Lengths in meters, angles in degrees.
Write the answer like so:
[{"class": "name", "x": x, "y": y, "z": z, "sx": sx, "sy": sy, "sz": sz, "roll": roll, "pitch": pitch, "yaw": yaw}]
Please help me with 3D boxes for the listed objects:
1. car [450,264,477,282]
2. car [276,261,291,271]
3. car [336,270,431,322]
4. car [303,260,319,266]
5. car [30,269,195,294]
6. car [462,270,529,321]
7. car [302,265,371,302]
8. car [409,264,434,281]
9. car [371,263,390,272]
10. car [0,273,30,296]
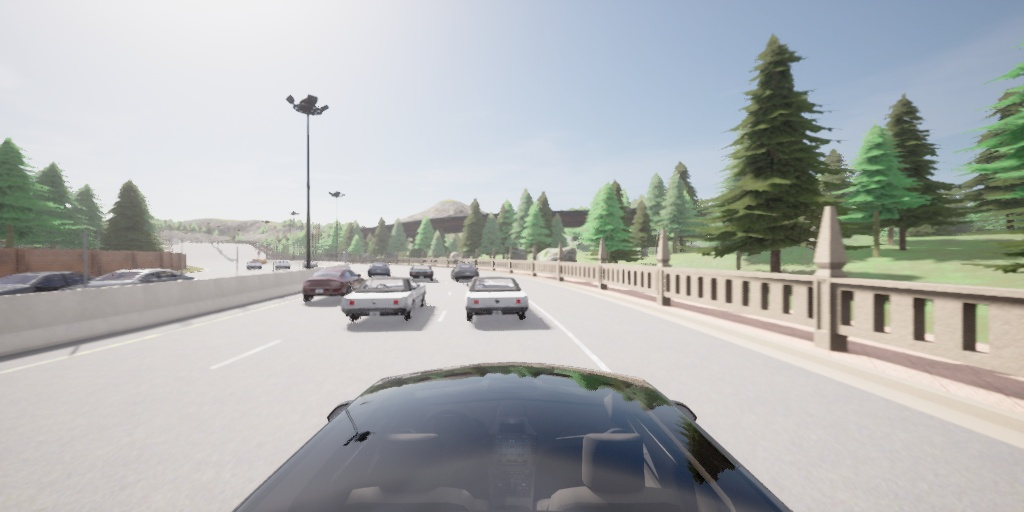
[{"class": "car", "x": -3.912, "y": 1.306, "z": 29.461, "sx": 1.994, "sy": 1.385, "sz": 4.181, "roll": 0, "pitch": 0, "yaw": -15}, {"class": "car", "x": -33.780, "y": 1.380, "z": 52.951, "sx": 2.033, "sy": 1.411, "sz": 5.357, "roll": 0, "pitch": 0, "yaw": -33}, {"class": "car", "x": -4.159, "y": 1.357, "z": 12.446, "sx": 1.895, "sy": 1.301, "sz": 4.718, "roll": 0, "pitch": 0, "yaw": -6}, {"class": "car", "x": -30.279, "y": 1.311, "z": 53.909, "sx": 2.128, "sy": 1.511, "sz": 4.902, "roll": 0, "pitch": 0, "yaw": -33}, {"class": "car", "x": -15.224, "y": 1.287, "z": 14.483, "sx": 2.128, "sy": 1.511, "sz": 4.902, "roll": 0, "pitch": 0, "yaw": -9}, {"class": "car", "x": -0.665, "y": 1.345, "z": 12.553, "sx": 1.895, "sy": 1.301, "sz": 4.718, "roll": 0, "pitch": 0, "yaw": -6}, {"class": "car", "x": -8.389, "y": 1.294, "z": 17.196, "sx": 1.812, "sy": 1.442, "sz": 4.674, "roll": 0, "pitch": 0, "yaw": -9}, {"class": "car", "x": -7.616, "y": 1.356, "z": 29.972, "sx": 1.895, "sy": 1.301, "sz": 4.718, "roll": 0, "pitch": 0, "yaw": -16}, {"class": "car", "x": -12.781, "y": 1.334, "z": 34.552, "sx": 1.994, "sy": 1.385, "sz": 4.181, "roll": 0, "pitch": 0, "yaw": -18}, {"class": "car", "x": -18.646, "y": 1.356, "z": 14.176, "sx": 2.033, "sy": 1.411, "sz": 5.357, "roll": 0, "pitch": 0, "yaw": -8}]
